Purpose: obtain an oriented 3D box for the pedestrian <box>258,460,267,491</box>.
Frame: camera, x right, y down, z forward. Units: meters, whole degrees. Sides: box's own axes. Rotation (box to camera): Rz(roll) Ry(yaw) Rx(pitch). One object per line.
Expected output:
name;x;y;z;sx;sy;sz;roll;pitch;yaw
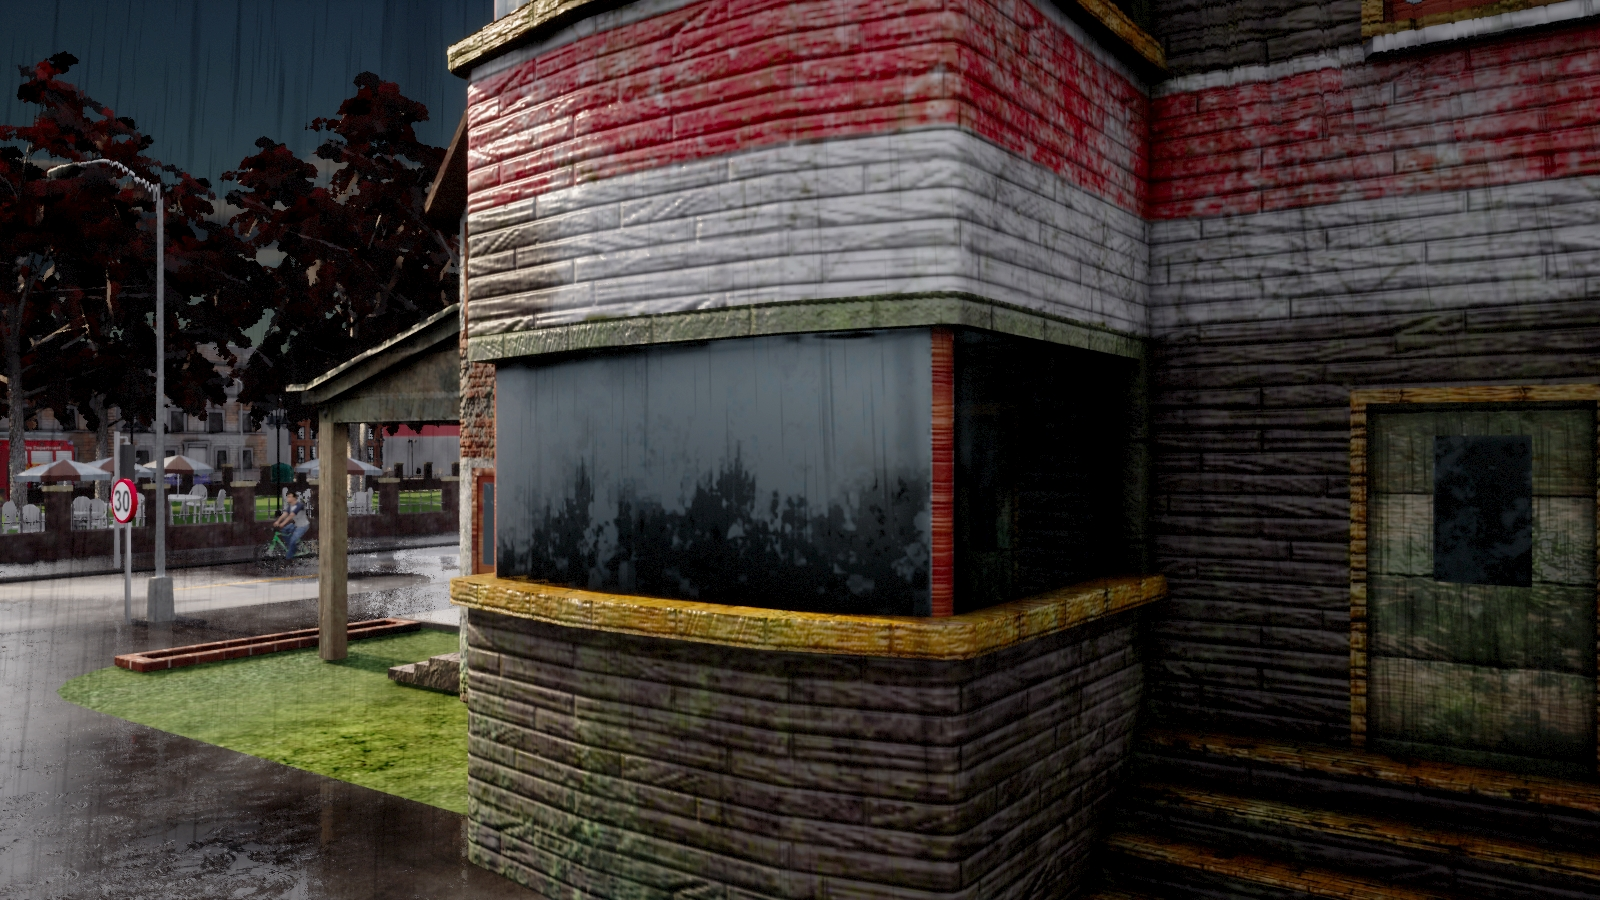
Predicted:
pedestrian;-32.454;1.524;68.956;0.375;1.860;0.375;0;0;-42
